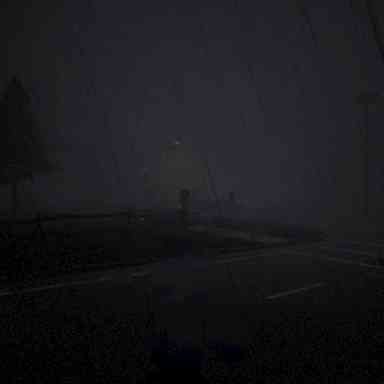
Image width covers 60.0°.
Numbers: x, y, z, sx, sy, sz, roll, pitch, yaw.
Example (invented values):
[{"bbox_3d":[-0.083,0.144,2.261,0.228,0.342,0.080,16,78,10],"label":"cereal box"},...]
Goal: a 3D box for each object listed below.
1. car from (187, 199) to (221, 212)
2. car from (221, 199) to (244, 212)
[{"bbox_3d":[1.081,1.711,42.069,1.837,1.490,4.892,1,0,-35],"label":"car"},{"bbox_3d":[4.631,1.713,43.101,1.882,1.535,5.008,1,0,-35],"label":"car"}]
